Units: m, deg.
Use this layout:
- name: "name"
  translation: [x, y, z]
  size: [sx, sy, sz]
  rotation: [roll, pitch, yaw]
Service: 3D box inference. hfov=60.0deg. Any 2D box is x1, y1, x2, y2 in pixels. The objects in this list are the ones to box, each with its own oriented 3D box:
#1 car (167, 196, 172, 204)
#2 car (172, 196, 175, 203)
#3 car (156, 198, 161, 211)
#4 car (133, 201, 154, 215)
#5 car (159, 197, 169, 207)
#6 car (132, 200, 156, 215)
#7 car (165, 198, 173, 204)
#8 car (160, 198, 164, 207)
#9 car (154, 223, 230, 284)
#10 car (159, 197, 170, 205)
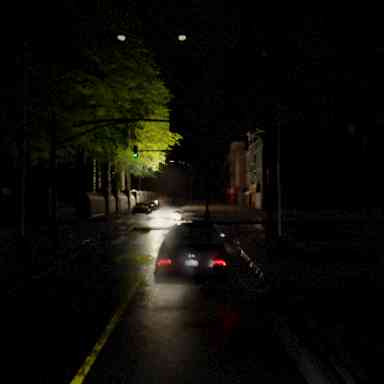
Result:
- name: "car"
  translation: [-5.805, 1.829, 65.977]
  size: [2.192, 1.841, 5.009]
  rotation: [1, -1, -1]
- name: "car"
  translation: [-5.963, 2.127, 82.325]
  size: [1.967, 1.590, 4.097]
  rotation: [1, -1, -1]
- name: "car"
  translation: [-5.604, 1.870, 44.176]
  size: [2.008, 1.369, 4.403]
  rotation: [1, 0, -1]
- name: "car"
  translation: [-5.606, 1.804, 39.014]
  size: [1.752, 1.417, 4.829]
  rotation: [1, 0, -1]
- name: "car"
  translation: [-5.759, 2.043, 60.525]
  size: [1.802, 1.307, 4.206]
  rotation: [1, -1, -1]
- name: "car"
  translation: [-5.563, 1.814, 37.041]
  size: [2.008, 1.369, 4.403]
  rotation: [1, 0, -1]
- name: "car"
  translation: [-6.015, 2.272, 87.604]
  size: [1.752, 1.417, 4.829]
  rotation: [1, -1, -1]
- name: "car"
  translation: [-5.655, 1.930, 49.625]
  size: [1.947, 1.339, 4.313]
  rotation: [1, 0, -1]
- name: "car"
  translation: [0.027, 1.613, 9.763]
  size: [2.033, 1.411, 5.357]
  rotation: [0, 0, 1]
- name: "car"
  translation: [-5.860, 2.009, 71.426]
  size: [1.967, 1.590, 4.097]
  rotation: [1, -1, -1]
